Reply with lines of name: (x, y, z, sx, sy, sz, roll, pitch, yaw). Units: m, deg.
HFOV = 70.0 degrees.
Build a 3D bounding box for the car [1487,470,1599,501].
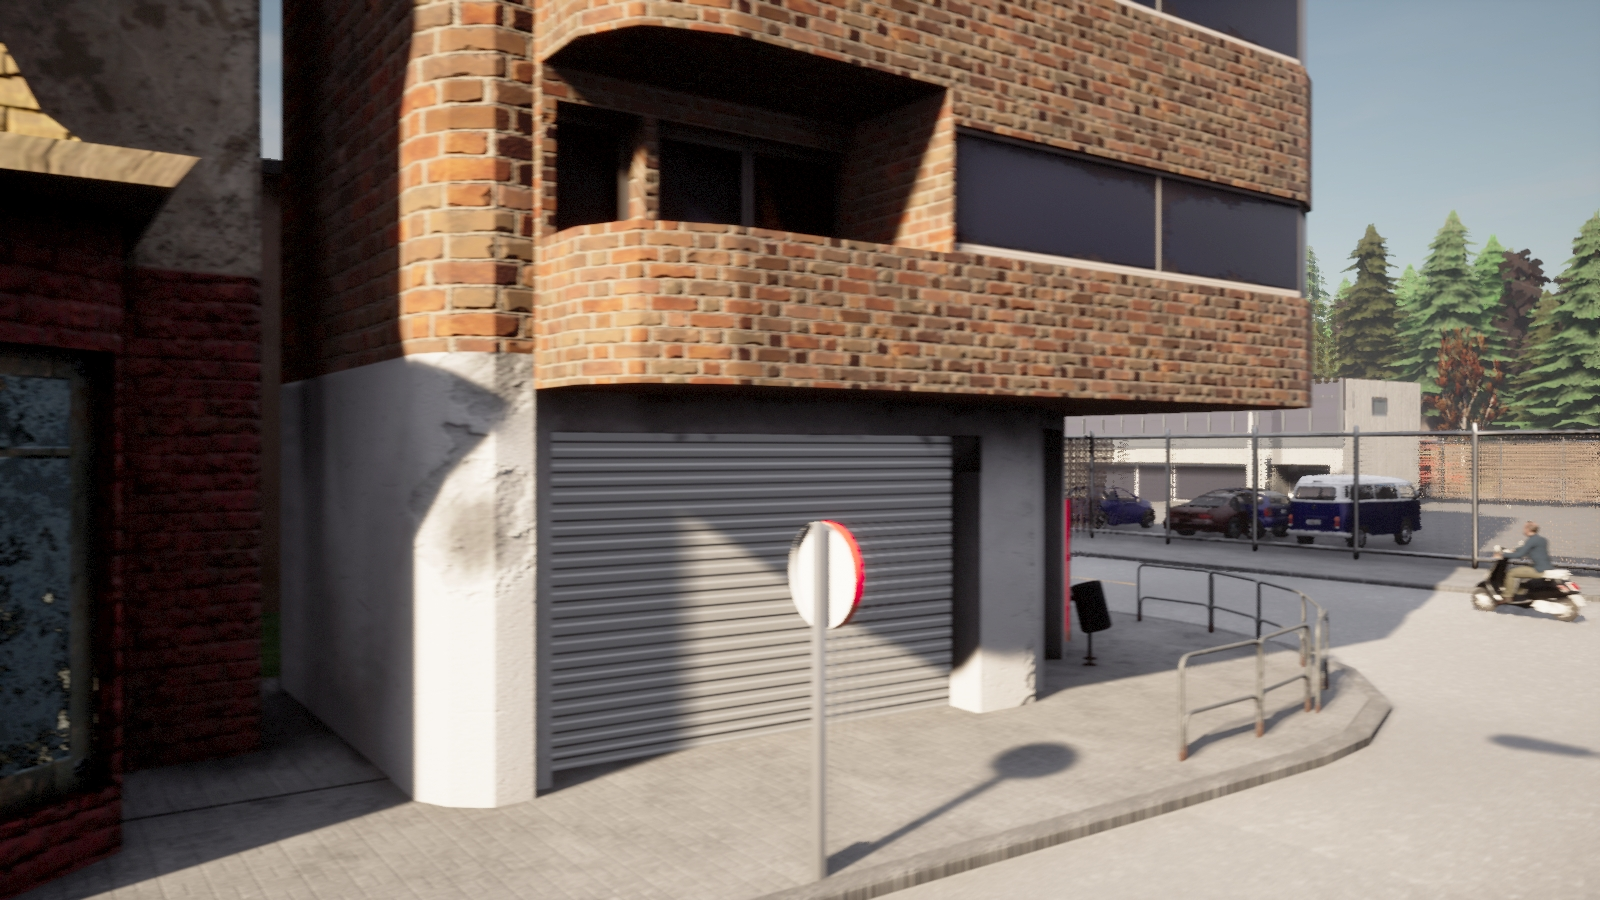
car: (39.237, 1.843, 60.159, 2.163, 1.488, 4.792, 0, 0, -35)
